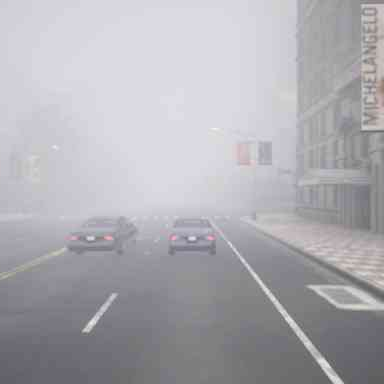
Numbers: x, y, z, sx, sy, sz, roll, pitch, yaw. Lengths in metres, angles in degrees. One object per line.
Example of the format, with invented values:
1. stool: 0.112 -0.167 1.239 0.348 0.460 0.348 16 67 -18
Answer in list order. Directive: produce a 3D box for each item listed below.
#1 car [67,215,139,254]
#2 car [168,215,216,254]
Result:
1. car: -3.495 1.677 13.989 2.033 1.411 5.357 0 0 0
2. car: 0.005 1.677 13.994 2.033 1.411 5.357 0 0 0
